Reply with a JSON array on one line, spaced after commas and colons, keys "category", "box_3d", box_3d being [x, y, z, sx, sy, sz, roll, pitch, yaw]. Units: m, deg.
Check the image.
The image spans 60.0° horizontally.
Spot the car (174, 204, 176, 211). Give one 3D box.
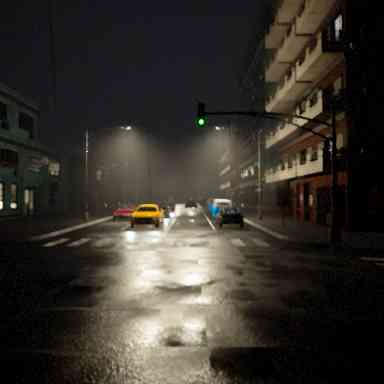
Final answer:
[{"category": "car", "box_3d": [-3.184, 1.929, 43.875, 1.895, 1.301, 4.718, 0, 0, 0]}]

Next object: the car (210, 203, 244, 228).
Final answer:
[{"category": "car", "box_3d": [2.651, 1.734, 23.857, 2.008, 1.369, 4.403, 1, 0, 0]}]

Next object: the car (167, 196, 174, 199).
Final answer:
[{"category": "car", "box_3d": [-5.860, 2.166, 85.183, 1.947, 1.339, 4.313, 1, 0, 0]}]

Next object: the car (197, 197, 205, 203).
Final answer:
[{"category": "car", "box_3d": [2.509, 2.185, 90.824, 2.008, 1.369, 4.403, 1, 0, 0]}]

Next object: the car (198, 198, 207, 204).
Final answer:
[{"category": "car", "box_3d": [2.533, 2.110, 79.663, 1.887, 1.381, 4.507, 1, 0, 0]}]

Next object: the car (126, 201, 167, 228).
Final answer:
[{"category": "car", "box_3d": [-3.139, 1.661, 23.899, 1.882, 1.535, 5.008, 0, 0, 0]}]

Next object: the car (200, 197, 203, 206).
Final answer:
[{"category": "car", "box_3d": [2.591, 1.910, 51.928, 1.752, 1.417, 4.829, 1, 0, 0]}]

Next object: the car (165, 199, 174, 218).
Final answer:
[{"category": "car", "box_3d": [-3.160, 1.758, 33.547, 1.837, 1.490, 4.892, 0, 0, 0]}]

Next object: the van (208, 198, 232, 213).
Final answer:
[{"category": "van", "box_3d": [2.642, 1.565, 29.437, 1.690, 1.788, 3.998, 1, 0, 0]}]

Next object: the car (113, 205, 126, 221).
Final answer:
[{"category": "car", "box_3d": [-5.742, 1.806, 29.382, 1.802, 1.307, 4.206, 1, 0, 0]}]

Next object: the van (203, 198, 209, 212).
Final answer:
[{"category": "van", "box_3d": [2.618, 1.646, 40.600, 1.690, 1.788, 3.998, 1, 0, 0]}]

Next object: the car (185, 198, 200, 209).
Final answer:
[{"category": "car", "box_3d": [-0.115, 1.961, 53.716, 1.994, 1.385, 4.181, 0, 0, 0]}]

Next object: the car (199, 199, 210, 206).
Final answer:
[{"category": "car", "box_3d": [2.556, 2.060, 68.501, 1.947, 1.339, 4.313, 1, 0, 0]}]

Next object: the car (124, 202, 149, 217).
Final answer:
[{"category": "car", "box_3d": [-5.753, 1.809, 34.963, 1.887, 1.381, 4.507, 1, 0, 0]}]

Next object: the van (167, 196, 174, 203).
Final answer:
[{"category": "van", "box_3d": [-5.868, 1.975, 90.765, 1.690, 1.788, 3.998, 1, 0, 0]}]

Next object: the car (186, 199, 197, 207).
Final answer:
[{"category": "car", "box_3d": [-0.138, 2.028, 63.757, 1.994, 1.385, 4.181, 0, 0, 0]}]
